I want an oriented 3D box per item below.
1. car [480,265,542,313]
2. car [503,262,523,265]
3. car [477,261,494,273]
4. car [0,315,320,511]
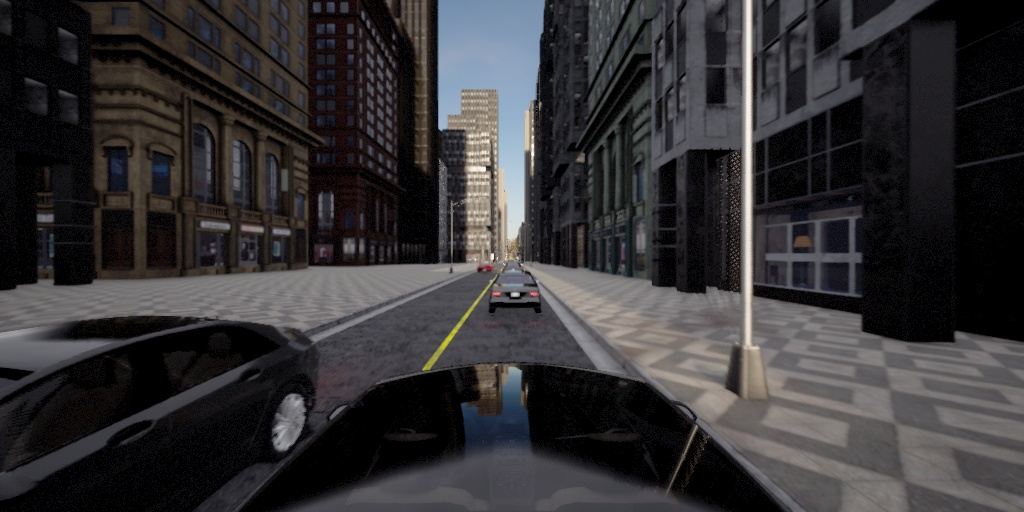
[{"bbox_3d":[0.102,1.257,13.799,2.033,1.411,5.357,0,0,0],"label":"car"},{"bbox_3d":[0.105,1.258,35.340,1.994,1.385,4.181,0,0,0],"label":"car"},{"bbox_3d":[-3.089,1.300,42.505,1.895,1.301,4.718,0,0,0],"label":"car"},{"bbox_3d":[-3.100,1.253,2.154,1.837,1.490,4.892,0,0,0],"label":"car"}]
